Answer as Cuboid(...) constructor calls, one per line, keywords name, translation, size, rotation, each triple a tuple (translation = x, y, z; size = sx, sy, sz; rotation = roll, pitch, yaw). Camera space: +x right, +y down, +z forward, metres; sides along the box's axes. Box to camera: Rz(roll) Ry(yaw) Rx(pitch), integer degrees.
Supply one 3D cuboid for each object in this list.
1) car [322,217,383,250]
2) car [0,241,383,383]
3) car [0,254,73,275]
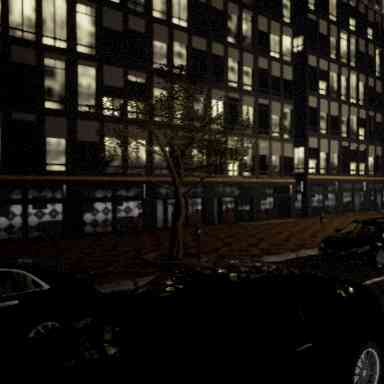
Cuboid(name="car", translation=(5.900, 1.528, 10.783), size=(4.403, 1.369, 2.008), rotation=(0, 0, -36))
Cuboid(name="car", translation=(0.249, 1.522, 3.434), size=(4.674, 1.442, 1.812), rotation=(0, 0, -36))
Cuboid(name="car", translation=(-3.351, 1.552, 4.179), size=(4.403, 1.369, 2.008), rotation=(0, 0, -36))
